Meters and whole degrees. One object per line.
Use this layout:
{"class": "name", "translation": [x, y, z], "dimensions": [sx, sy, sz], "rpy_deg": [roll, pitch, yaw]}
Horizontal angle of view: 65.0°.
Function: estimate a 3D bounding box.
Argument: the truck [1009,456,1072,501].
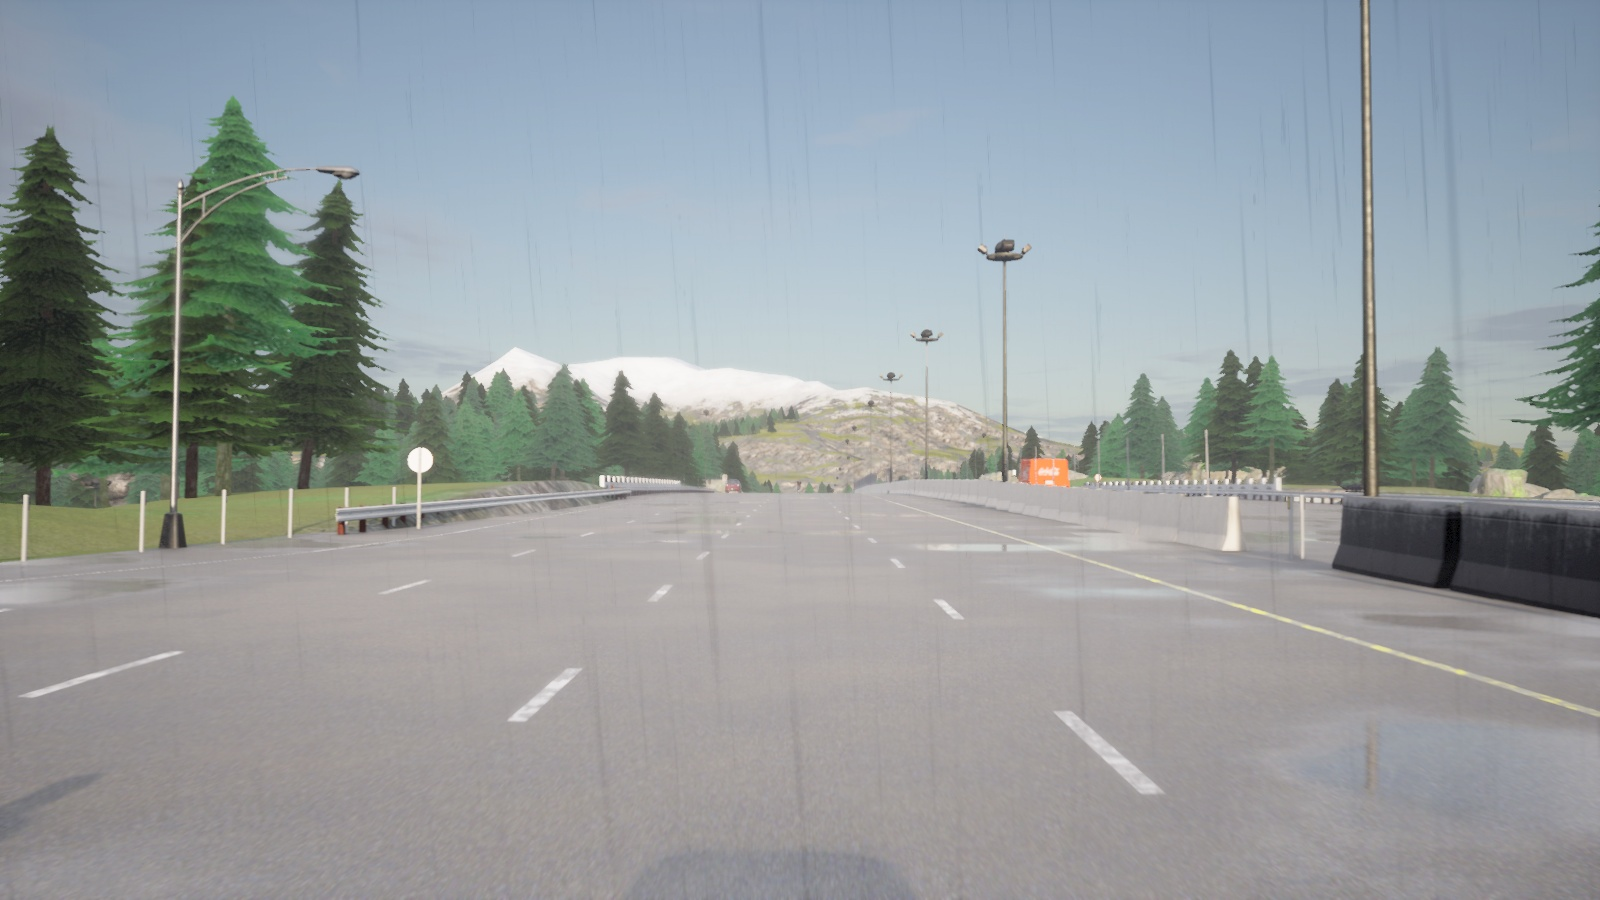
{"class": "truck", "translation": [13.883, 1.642, 72.789], "dimensions": [2.627, 2.467, 5.204], "rpy_deg": [0, -1, 0]}
